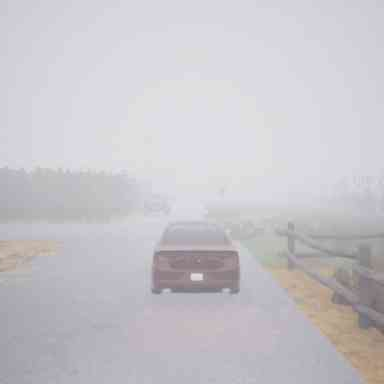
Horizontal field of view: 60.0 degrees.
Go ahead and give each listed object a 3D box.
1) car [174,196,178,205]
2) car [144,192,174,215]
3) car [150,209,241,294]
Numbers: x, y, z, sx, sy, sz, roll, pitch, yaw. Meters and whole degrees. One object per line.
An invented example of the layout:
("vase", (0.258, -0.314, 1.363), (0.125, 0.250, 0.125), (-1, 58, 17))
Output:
("car", (-3.126, 1.310, 49.844), (1.895, 1.301, 4.718), (0, 0, 1))
("car", (-3.182, 1.037, 31.467), (2.150, 2.045, 5.566), (0, 0, 0))
("car", (0.041, 1.426, 8.714), (1.882, 1.535, 5.008), (0, 0, -1))
